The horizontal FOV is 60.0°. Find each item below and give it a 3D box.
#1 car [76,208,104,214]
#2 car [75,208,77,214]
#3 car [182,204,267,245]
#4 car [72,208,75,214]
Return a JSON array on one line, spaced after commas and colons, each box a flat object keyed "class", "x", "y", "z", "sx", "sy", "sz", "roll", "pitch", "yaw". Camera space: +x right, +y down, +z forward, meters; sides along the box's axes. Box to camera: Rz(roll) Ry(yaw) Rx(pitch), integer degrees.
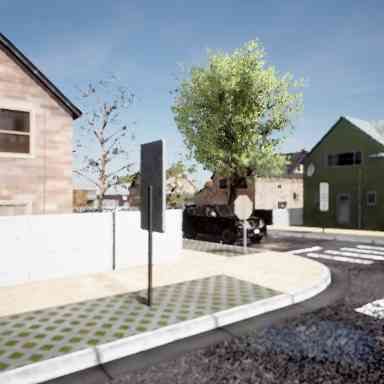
[{"class": "car", "x": -10.034, "y": 2.688, "z": 34.770, "sx": 2.128, "sy": 1.511, "sz": 4.902, "roll": 0, "pitch": -2, "yaw": -35}, {"class": "car", "x": -13.761, "y": 2.975, "z": 45.127, "sx": 2.097, "sy": 1.767, "sz": 4.553, "roll": 0, "pitch": -2, "yaw": -35}, {"class": "car", "x": 1.531, "y": 1.654, "z": 18.283, "sx": 2.150, "sy": 2.045, "sz": 5.566, "roll": 0, "pitch": -2, "yaw": -35}, {"class": "car", "x": -19.551, "y": 3.369, "z": 53.274, "sx": 2.097, "sy": 1.767, "sz": 4.553, "roll": 0, "pitch": -2, "yaw": -35}]
